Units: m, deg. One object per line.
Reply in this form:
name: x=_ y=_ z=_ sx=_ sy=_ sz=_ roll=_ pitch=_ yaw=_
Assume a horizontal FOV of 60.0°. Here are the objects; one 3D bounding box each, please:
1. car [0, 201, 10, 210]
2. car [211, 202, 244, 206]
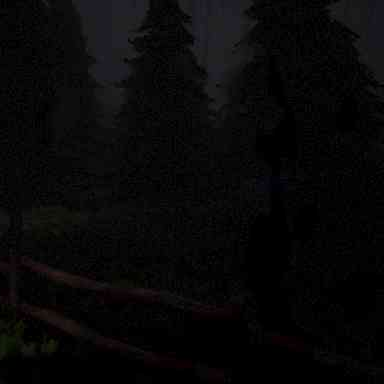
car: x=-17.690 y=1.248 z=27.667 sx=2.150 sy=2.045 sz=5.566 roll=0 pitch=0 yaw=39
car: x=4.471 y=1.628 z=38.560 sx=4.718 sy=1.301 sz=1.895 roll=0 pitch=0 yaw=-8
